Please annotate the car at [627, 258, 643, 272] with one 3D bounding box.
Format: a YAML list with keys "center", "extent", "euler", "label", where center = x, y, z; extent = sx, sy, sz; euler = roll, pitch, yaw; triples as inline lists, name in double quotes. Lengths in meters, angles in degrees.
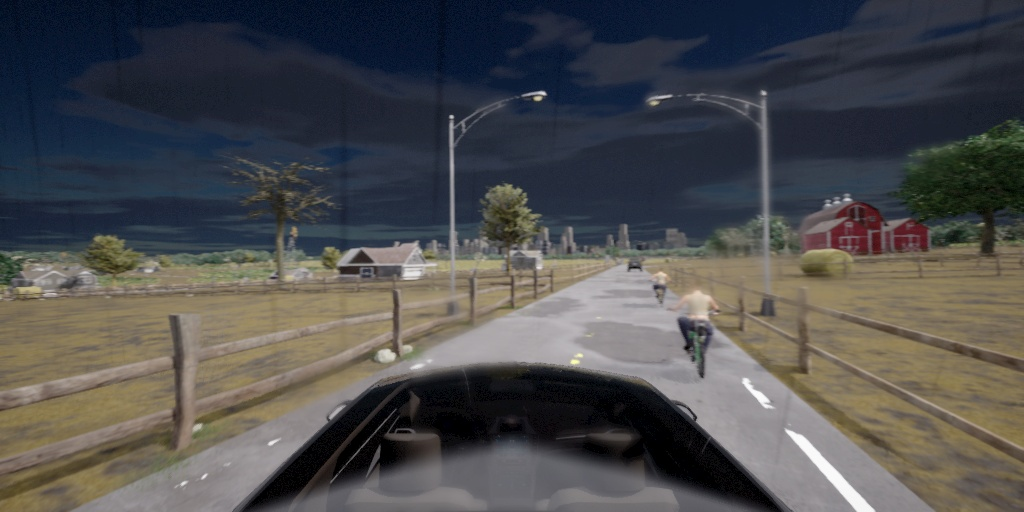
- center: [19.266, 1.426, 56.272]
  extent: [2.150, 2.045, 5.566]
  euler: [-1, -1, 19]
  label: "car"

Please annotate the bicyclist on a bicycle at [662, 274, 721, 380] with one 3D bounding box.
- center: [3.215, 1.194, 6.271]
  extent: [0.866, 1.612, 1.509]
  euler: [-1, -1, 19]
  label: "bicyclist on a bicycle"

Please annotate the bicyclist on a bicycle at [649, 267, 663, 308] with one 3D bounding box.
- center: [6.096, 1.253, 14.737]
  extent: [0.866, 1.612, 1.509]
  euler: [-1, -1, 18]
  label: "bicyclist on a bicycle"
